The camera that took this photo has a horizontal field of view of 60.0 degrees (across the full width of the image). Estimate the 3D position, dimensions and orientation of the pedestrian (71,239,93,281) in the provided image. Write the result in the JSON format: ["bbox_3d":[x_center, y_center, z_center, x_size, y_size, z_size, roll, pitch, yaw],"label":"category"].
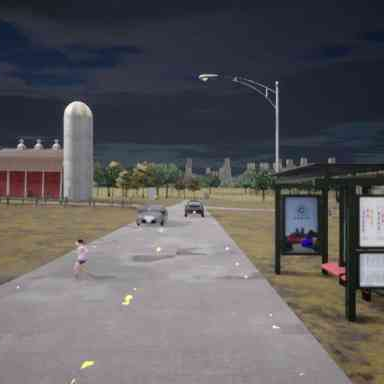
[{"bbox_3d":[-2.784,1.690,8.475,0.500,1.100,0.500,0,0,-15],"label":"pedestrian"}]

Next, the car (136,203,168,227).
[{"bbox_3d":[-2.750,1.578,23.754,2.128,1.511,4.902,0,0,0],"label":"car"}]

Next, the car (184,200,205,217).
[{"bbox_3d":[0.233,1.650,33.409,1.837,1.490,4.892,0,0,0],"label":"car"}]

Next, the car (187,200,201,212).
[{"bbox_3d":[0.262,1.777,44.140,1.812,1.442,4.674,0,-1,0],"label":"car"}]

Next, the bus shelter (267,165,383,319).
[{"bbox_3d":[3.158,0.889,7.864,1.920,2.740,3.880,0,0,0],"label":"bus shelter"}]
